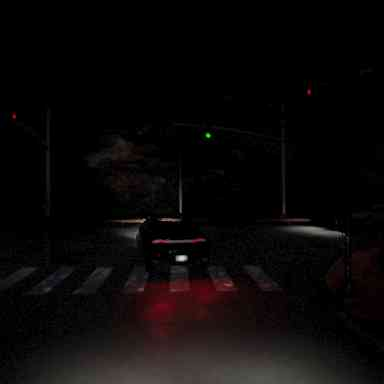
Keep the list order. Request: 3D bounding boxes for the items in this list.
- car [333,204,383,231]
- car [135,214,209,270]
[{"bbox_3d":[10.455,1.396,18.892,4.674,1.442,1.812,0,0,-3],"label":"car"},{"bbox_3d":[-0.796,1.477,11.076,2.128,1.511,4.902,0,1,-12],"label":"car"}]
